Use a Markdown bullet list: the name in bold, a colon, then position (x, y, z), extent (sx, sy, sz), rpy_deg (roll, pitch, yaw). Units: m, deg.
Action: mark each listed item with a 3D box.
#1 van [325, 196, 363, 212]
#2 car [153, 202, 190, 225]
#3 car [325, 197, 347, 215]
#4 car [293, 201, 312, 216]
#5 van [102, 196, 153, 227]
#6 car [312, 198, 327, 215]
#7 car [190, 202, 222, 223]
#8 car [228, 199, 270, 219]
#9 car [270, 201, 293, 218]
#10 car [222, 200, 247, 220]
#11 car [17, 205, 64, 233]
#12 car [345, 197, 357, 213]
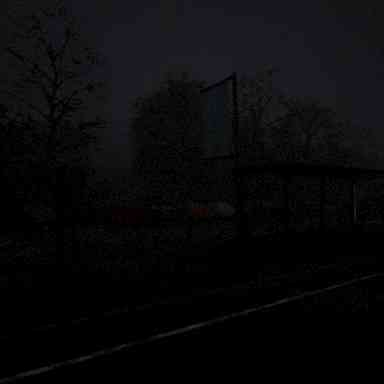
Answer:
- **van**: position (17.902, 1.428, 39.368), extent (1.878, 1.987, 4.442), rpy_deg (0, 0, -36)
- **car**: position (-2.482, 1.577, 24.929), extent (2.002, 1.452, 4.674), rpy_deg (0, 0, -36)
- **car**: position (13.426, 1.623, 36.082), extent (1.946, 1.575, 5.366), rpy_deg (0, 0, -36)
- **car**: position (8.808, 1.600, 33.001), extent (2.231, 1.521, 4.892), rpy_deg (0, 0, -36)
- **van**: position (-4.808, 1.299, 23.413), extent (1.878, 1.987, 4.442), rpy_deg (0, 0, -36)
- **car**: position (11.045, 1.642, 34.643), extent (2.163, 1.488, 4.792), rpy_deg (0, 0, -36)
- **car**: position (-0.222, 1.548, 26.543), extent (2.097, 1.535, 5.008), rpy_deg (0, 0, -36)
- **car**: position (4.272, 1.448, 29.802), extent (2.185, 1.767, 4.553), rpy_deg (0, 0, -36)
- **car**: position (6.544, 1.586, 31.396), extent (2.097, 1.535, 5.008), rpy_deg (0, 0, -36)
- **car**: position (2.034, 1.601, 28.160), extent (2.002, 1.452, 4.674), rpy_deg (0, 0, -36)
- **car**: position (-9.239, 1.531, 20.065), extent (2.163, 1.488, 4.792), rpy_deg (0, 0, -36)
- **car**: position (15.560, 1.670, 37.873), extent (2.163, 1.488, 4.792), rpy_deg (0, 0, -36)
